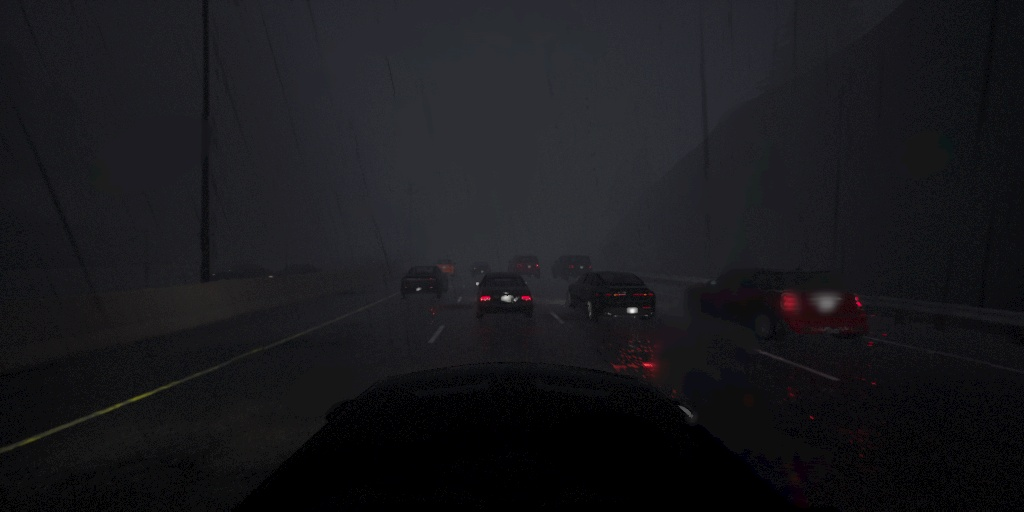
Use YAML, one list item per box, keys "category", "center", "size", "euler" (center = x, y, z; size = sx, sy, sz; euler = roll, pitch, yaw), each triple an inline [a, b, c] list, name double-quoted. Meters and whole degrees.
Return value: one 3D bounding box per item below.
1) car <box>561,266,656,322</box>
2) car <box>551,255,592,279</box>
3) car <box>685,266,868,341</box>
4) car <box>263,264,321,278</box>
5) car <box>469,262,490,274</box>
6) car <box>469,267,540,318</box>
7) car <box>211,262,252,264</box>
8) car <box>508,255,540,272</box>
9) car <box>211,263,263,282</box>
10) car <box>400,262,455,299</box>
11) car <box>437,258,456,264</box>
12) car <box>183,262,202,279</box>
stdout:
- category: "car"
  center: [3.165, 1.242, 12.257]
  size: [1.837, 1.490, 4.892]
  euler: [0, 0, -3]
- category: "car"
  center: [4.882, 0.946, 29.730]
  size: [2.150, 2.045, 5.566]
  euler: [0, 0, -8]
- category: "car"
  center: [6.788, 1.083, 9.948]
  size: [2.097, 1.767, 4.553]
  euler: [0, 0, -2]
- category: "car"
  center: [-16.127, 1.320, 27.127]
  size: [2.033, 1.411, 5.357]
  euler: [0, 0, -8]
- category: "car"
  center: [-3.111, 1.265, 35.504]
  size: [1.812, 1.442, 4.674]
  euler: [0, 0, -9]
- category: "car"
  center: [-0.345, 1.292, 13.031]
  size: [2.033, 1.411, 5.357]
  euler: [0, 0, -4]
- category: "car"
  center: [-23.883, 1.280, 31.379]
  size: [2.128, 1.511, 4.902]
  euler: [0, 0, -9]
- category: "car"
  center: [1.009, 0.953, 31.942]
  size: [2.150, 2.045, 5.566]
  euler: [0, 0, -9]
- category: "car"
  center: [-19.537, 1.381, 26.239]
  size: [1.895, 1.301, 4.718]
  euler: [0, 0, -8]
- category: "car"
  center: [-4.294, 1.242, 18.085]
  size: [2.128, 1.511, 4.902]
  euler: [0, 0, -5]
- category: "car"
  center: [-6.769, 1.099, 36.153]
  size: [2.097, 1.767, 4.553]
  euler: [0, 0, -9]
- category: "car"
  center: [-27.686, 1.288, 32.930]
  size: [2.128, 1.511, 4.902]
  euler: [0, 0, -9]
